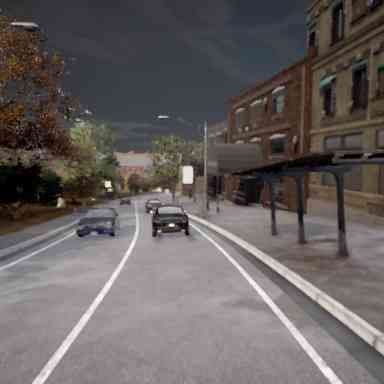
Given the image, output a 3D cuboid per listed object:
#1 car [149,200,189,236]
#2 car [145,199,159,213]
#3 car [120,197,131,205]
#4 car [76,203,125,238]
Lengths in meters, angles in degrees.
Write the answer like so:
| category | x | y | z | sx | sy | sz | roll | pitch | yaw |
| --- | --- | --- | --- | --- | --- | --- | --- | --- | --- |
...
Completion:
| category | x | y | z | sx | sy | sz | roll | pitch | yaw |
| --- | --- | --- | --- | --- | --- | --- | --- | --- | --- |
| car | -1.304 | 1.451 | 18.502 | 1.882 | 1.535 | 5.008 | -1 | 0 | -7 |
| car | -4.181 | 1.509 | 36.523 | 1.812 | 1.442 | 4.674 | -1 | 0 | -10 |
| car | -11.762 | 1.627 | 59.145 | 2.033 | 1.411 | 5.357 | -1 | 0 | -9 |
| car | -4.952 | 1.577 | 18.296 | 2.033 | 1.411 | 5.357 | -1 | 0 | -8 |
